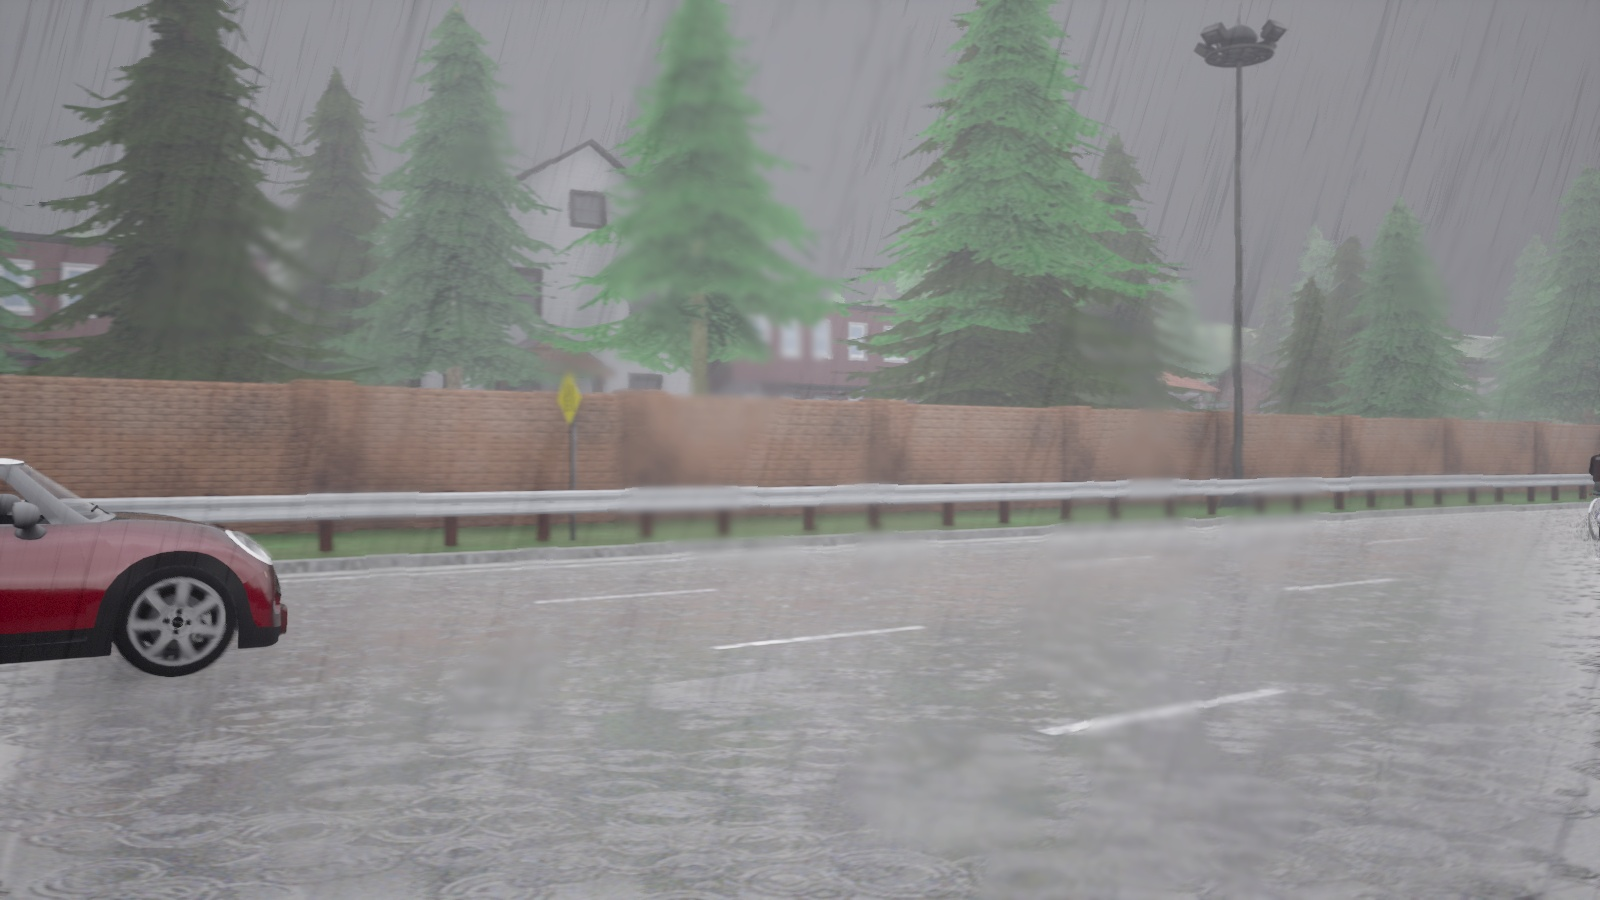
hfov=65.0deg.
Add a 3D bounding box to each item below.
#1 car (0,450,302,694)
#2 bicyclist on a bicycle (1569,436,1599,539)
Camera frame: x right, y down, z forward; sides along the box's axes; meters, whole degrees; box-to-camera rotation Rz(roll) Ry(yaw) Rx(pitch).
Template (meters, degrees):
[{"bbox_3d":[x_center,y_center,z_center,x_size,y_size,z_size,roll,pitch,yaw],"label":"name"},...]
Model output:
[{"bbox_3d":[-5.537,0.742,8.333,3.806,1.475,1.970,0,0,-35],"label":"car"},{"bbox_3d":[14.377,0.640,22.195,1.843,1.776,0.659,0,0,-35],"label":"bicyclist on a bicycle"}]
